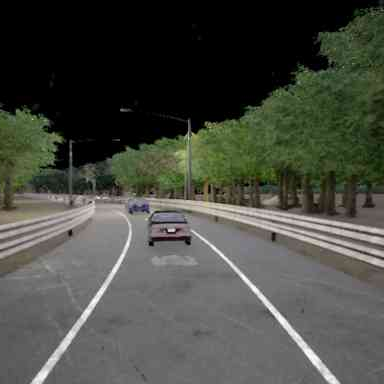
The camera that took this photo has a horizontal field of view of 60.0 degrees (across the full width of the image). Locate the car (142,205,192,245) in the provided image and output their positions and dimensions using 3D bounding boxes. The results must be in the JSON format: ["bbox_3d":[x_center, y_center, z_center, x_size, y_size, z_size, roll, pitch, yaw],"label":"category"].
[{"bbox_3d":[-1.181,1.559,15.613,2.033,1.411,5.357,0,0,-8],"label":"car"}]

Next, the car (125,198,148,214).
[{"bbox_3d":[-5.981,1.384,35.708,2.097,1.767,4.553,0,0,-18],"label":"car"}]
